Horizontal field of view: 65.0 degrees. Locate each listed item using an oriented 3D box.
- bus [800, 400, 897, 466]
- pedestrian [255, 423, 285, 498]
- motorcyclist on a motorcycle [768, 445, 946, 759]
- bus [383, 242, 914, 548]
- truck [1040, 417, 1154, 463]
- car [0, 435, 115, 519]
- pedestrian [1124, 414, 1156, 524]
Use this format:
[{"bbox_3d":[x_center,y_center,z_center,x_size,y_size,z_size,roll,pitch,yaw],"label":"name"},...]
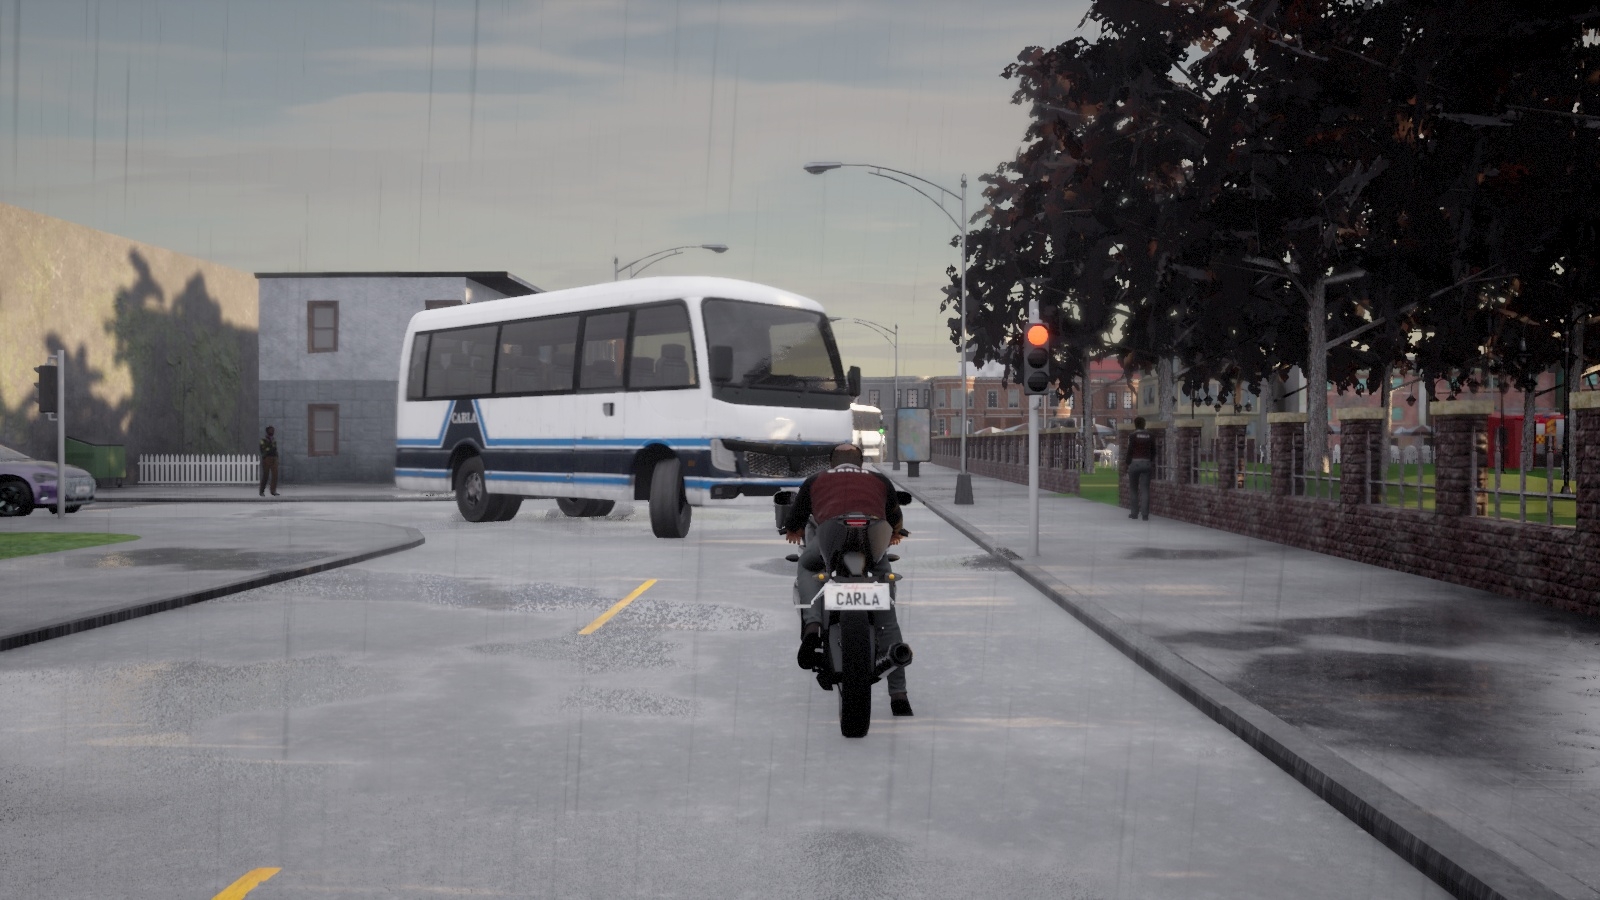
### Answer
[{"bbox_3d":[3.643,-1.132,89.626,3.944,4.253,10.273,-2,-1,19],"label":"bus"},{"bbox_3d":[-13.830,0.260,32.760,0.692,1.930,0.395,0,0,34],"label":"pedestrian"},{"bbox_3d":[0.271,0.741,7.237,0.866,1.530,2.191,0,0,0],"label":"motorcyclist on a motorcycle"},{"bbox_3d":[-3.201,-0.760,22.535,3.944,4.253,10.273,2,-1,-44],"label":"bus"},{"bbox_3d":[22.212,-0.750,94.248,7.936,3.462,2.891,0,0,2],"label":"truck"},{"bbox_3d":[-17.063,0.517,25.828,4.856,1.649,2.033,0,0,2],"label":"car"},{"bbox_3d":[6.041,0.335,22.324,0.402,1.930,0.666,0,0,3],"label":"pedestrian"}]
